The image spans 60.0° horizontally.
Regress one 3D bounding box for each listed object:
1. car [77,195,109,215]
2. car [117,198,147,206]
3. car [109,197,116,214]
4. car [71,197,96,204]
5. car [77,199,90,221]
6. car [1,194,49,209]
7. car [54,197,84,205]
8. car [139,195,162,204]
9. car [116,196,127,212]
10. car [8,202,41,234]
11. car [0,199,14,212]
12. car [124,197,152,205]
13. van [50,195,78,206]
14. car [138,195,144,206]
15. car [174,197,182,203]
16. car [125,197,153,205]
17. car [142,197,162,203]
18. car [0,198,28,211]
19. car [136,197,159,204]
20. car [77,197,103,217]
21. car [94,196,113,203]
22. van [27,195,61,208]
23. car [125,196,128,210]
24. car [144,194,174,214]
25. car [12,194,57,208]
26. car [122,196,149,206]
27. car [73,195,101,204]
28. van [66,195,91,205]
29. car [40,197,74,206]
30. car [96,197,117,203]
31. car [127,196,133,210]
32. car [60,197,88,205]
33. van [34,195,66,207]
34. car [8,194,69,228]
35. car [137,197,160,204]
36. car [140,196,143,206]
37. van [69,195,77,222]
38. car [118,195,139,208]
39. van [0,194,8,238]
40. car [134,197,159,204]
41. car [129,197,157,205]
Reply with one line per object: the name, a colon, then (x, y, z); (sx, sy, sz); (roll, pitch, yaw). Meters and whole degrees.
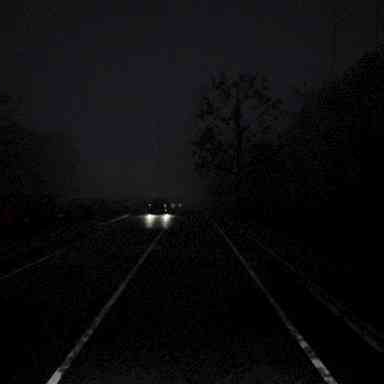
car: (-10.270, 1.335, 29.953); (4.553, 1.767, 2.185); (0, -1, 0)
car: (-10.310, 1.733, 57.713); (4.792, 1.488, 2.163); (0, -1, 0)
car: (-10.268, 1.359, 32.729); (4.553, 1.767, 2.185); (0, -1, 0)
car: (-23.322, 1.916, 71.630); (4.792, 1.488, 2.163); (0, -1, 0)
car: (-10.308, 1.452, 24.400); (4.674, 1.452, 2.002); (0, -1, 0)
car: (-23.341, 1.356, 46.712); (5.566, 2.045, 2.435); (0, -1, 0)
car: (-23.386, 1.791, 63.326); (4.792, 1.488, 2.163); (0, -1, 0)
car: (-10.291, 1.829, 82.690); (5.566, 2.045, 2.435); (0, -1, 0)
car: (-10.112, 1.506, 35.504); (5.366, 1.575, 1.946); (0, -1, 0)
car: (-10.341, 1.398, 16.098); (4.792, 1.488, 2.163); (0, 0, 0)
car: (-23.378, 1.573, 38.273); (4.674, 1.452, 2.002); (0, -1, 0)
car: (-10.271, 1.762, 63.266); (4.892, 1.521, 2.231); (0, -1, 0)
van: (-23.250, 1.506, 60.577); (4.442, 1.987, 1.878); (0, -1, 0)
car: (-10.256, 1.685, 52.161); (4.792, 1.488, 2.163); (0, 0, 0)
car: (-3.380, 1.816, 76.118); (1.837, 1.490, 4.892); (0, -1, 0)
car: (-10.460, 1.795, 66.033); (5.366, 1.575, 1.946); (0, -1, 0)
car: (-10.266, 2.129, 85.461); (5.008, 1.535, 2.097); (0, -1, 0)
car: (-23.368, 1.558, 41.168); (5.008, 1.535, 2.097); (0, 0, 0)
car: (-10.273, 1.985, 77.133); (4.892, 1.521, 2.231); (0, -1, 0)
car: (-10.298, 1.436, 27.176); (5.008, 1.535, 2.097); (0, -1, 0)
car: (-23.370, 2.049, 88.125); (4.553, 1.767, 2.185); (0, -1, 0)
van: (-23.248, 1.430, 52.251); (4.442, 1.987, 1.878); (0, -1, 0)
car: (-10.289, 1.534, 38.280); (4.892, 1.521, 2.231); (0, -1, 0)
car: (-3.356, 1.354, 34.698); (2.097, 1.767, 4.553); (0, 0, 0)
car: (-23.339, 1.380, 49.482); (5.566, 2.045, 2.435); (0, -1, 0)
car: (-10.310, 1.605, 60.488); (4.553, 1.767, 2.185); (0, -1, 0)
car: (-23.377, 1.684, 74.403); (5.566, 2.045, 2.435); (0, -1, 0)
van: (-23.469, 1.613, 68.740); (4.442, 1.987, 1.878); (0, -1, 0)
car: (-23.366, 1.704, 57.789); (5.008, 1.535, 2.097); (0, -1, 0)
car: (-23.331, 2.223, 90.893); (5.008, 1.535, 2.097); (0, -1, 0)
car: (-10.300, 1.559, 41.057); (4.892, 1.521, 2.231); (0, -1, 0)
car: (-23.384, 1.826, 65.965); (4.792, 1.488, 2.163); (0, -1, 0)
van: (-23.479, 1.454, 55.021); (4.442, 1.987, 1.878); (0, -1, 0)
car: (-10.338, 1.112, 18.850); (5.566, 2.045, 2.435); (0, -1, 0)
car: (-10.450, 2.029, 79.909); (5.366, 1.575, 1.946); (0, -1, 0)
car: (-10.258, 1.660, 49.385); (4.792, 1.488, 2.163); (0, -1, 0)
van: (-10.191, 1.161, 21.626); (4.442, 1.987, 1.878); (0, -1, 0)
car: (-10.106, 1.579, 43.832); (5.366, 1.575, 1.946); (0, 0, 0)
van: (-10.197, 1.162, 13.314); (4.442, 1.987, 1.878); (0, 0, 0)
car: (-10.083, 1.932, 74.358); (5.366, 1.575, 1.946); (0, -1, 0)
car: (-10.087, 1.835, 68.685); (5.366, 1.575, 1.946); (0, -1, 0)
